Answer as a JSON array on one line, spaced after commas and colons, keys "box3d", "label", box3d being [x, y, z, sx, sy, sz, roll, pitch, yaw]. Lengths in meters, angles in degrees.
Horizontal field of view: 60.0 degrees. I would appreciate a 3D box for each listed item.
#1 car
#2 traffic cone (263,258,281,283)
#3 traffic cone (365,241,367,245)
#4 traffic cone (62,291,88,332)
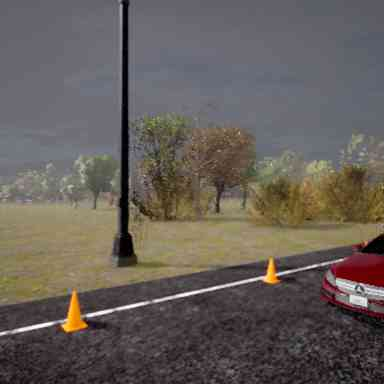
[{"box3d": [4.631, 1.556, 6.922, 4.674, 1.442, 1.812, 0, 0, -37], "label": "car"}, {"box3d": [2.042, 1.985, 8.519, 0.340, 0.580, 0.340, 0, 0, -36], "label": "traffic cone"}, {"box3d": [6.019, 2.003, 11.490, 0.340, 0.580, 0.340, 0, 0, -37], "label": "traffic cone"}, {"box3d": [-1.968, 1.967, 5.593, 0.340, 0.580, 0.340, 0, 0, -36], "label": "traffic cone"}]
